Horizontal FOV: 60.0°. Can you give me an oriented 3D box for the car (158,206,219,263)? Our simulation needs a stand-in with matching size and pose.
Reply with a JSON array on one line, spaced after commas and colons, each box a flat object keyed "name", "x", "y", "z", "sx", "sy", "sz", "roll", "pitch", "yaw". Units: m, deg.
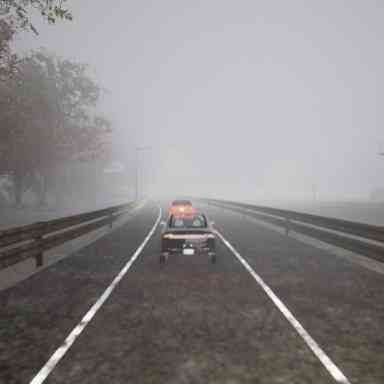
[{"name": "car", "x": -0.150, "y": 1.489, "z": 11.903, "sx": 2.128, "sy": 1.511, "sz": 4.902, "roll": 0, "pitch": 0, "yaw": -1}]

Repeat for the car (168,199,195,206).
[{"name": "car", "x": -0.848, "y": 1.352, "z": 26.891, "sx": 2.097, "sy": 1.767, "sz": 4.553, "roll": 0, "pitch": 0, "yaw": -3}]
